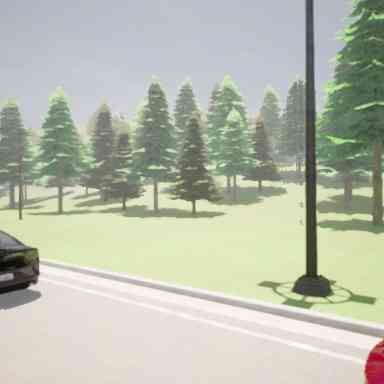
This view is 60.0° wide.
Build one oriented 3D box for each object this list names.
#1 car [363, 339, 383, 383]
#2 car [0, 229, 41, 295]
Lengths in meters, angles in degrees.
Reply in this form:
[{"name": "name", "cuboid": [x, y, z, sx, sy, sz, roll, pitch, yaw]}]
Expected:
[{"name": "car", "cuboid": [3.527, 1.461, 1.459, 5.008, 1.535, 1.882, 0, 0, 36]}, {"name": "car", "cuboid": [-5.692, 1.549, 8.048, 5.008, 1.535, 1.882, 0, 0, 35]}]
